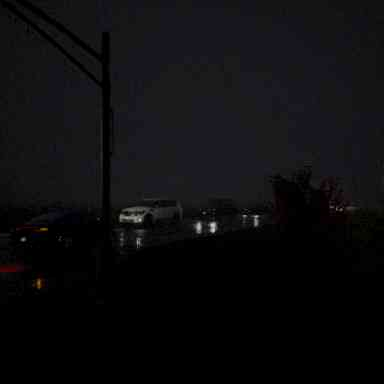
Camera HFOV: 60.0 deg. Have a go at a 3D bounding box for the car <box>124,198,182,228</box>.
[{"bbox_3d":[-2.918,1.480,25.040,2.150,2.045,5.566,-1,-1,33],"label":"car"}]

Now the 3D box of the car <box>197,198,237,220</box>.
[{"bbox_3d":[2.647,1.654,33.591,2.150,2.045,5.566,-1,-1,33],"label":"car"}]

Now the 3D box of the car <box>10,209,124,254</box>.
[{"bbox_3d":[-5.048,1.515,13.804,1.882,1.535,5.008,-2,-2,17],"label":"car"}]

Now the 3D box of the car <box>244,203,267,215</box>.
[{"bbox_3d":[8.192,2.111,42.080,1.837,1.490,4.892,-1,-1,33],"label":"car"}]
